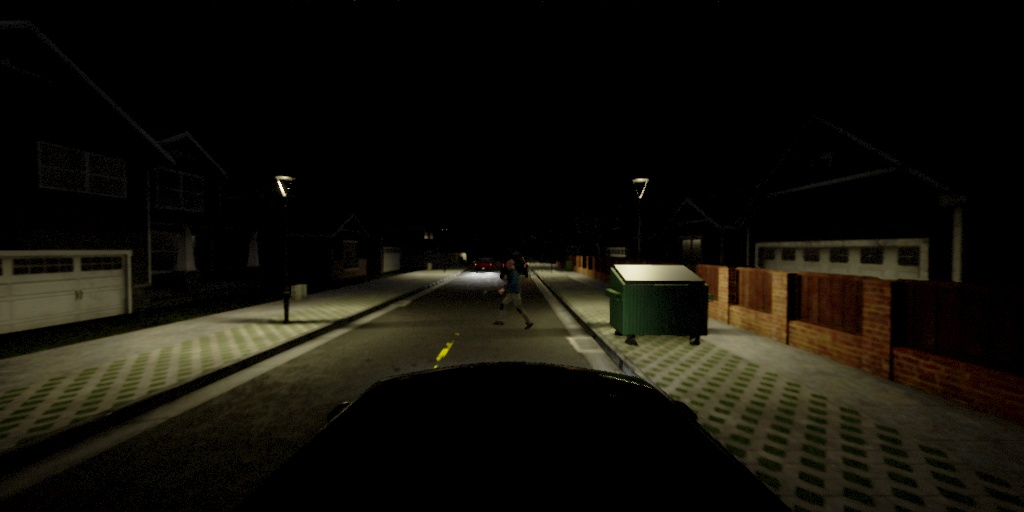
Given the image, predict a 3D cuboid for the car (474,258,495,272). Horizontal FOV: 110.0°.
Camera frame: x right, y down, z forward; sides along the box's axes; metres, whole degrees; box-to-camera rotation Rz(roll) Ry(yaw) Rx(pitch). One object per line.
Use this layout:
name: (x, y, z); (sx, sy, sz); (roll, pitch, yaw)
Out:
car: (-2.704, 0.839, 36.155); (1.895, 1.301, 4.718); (0, 1, 0)

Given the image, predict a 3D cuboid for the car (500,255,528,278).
car: (0.187, 0.710, 28.247); (2.097, 1.767, 4.553); (0, 1, 0)

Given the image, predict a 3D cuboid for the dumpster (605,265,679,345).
dumpster: (3.037, 1.046, 8.689); (1.020, 1.700, 1.940); (0, 0, 0)

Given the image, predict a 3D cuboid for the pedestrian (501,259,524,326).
pedestrian: (0.014, 0.938, 9.159); (0.375, 1.860, 0.375); (-1, 1, -10)
